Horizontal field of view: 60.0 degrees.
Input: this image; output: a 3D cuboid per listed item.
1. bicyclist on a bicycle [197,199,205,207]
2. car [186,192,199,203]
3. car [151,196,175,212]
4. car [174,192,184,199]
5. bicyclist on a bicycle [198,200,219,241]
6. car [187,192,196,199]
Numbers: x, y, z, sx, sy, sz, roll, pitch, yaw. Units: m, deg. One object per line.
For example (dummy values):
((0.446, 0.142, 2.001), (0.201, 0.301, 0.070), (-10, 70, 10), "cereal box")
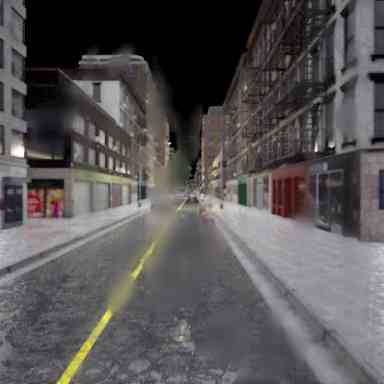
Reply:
((0.806, 1.270, 23.905), (0.866, 1.612, 1.509), (0, 0, 0), "bicyclist on a bicycle")
((0.070, 1.127, 57.228), (1.812, 1.442, 4.674), (0, 1, 0), "car")
((-3.097, 1.364, 34.231), (1.895, 1.301, 4.718), (0, 0, 0), "car")
((-3.009, 0.699, 75.564), (2.097, 1.767, 4.553), (0, 0, 0), "car")
((0.830, 1.331, 15.047), (0.866, 1.612, 1.509), (0, 0, 0), "bicyclist on a bicycle")
((-0.009, 0.792, 79.260), (2.097, 1.767, 4.553), (0, 0, 0), "car")
